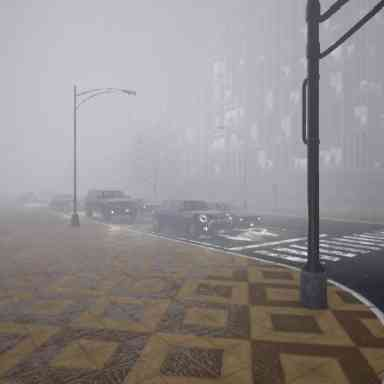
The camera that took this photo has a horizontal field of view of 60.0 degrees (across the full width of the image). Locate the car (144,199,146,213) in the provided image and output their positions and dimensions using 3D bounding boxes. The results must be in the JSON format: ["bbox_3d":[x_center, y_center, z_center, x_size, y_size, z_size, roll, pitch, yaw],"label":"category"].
[{"bbox_3d":[-4.366,1.166,27.224,1.895,1.301,4.718,0,1,-38],"label":"car"}]

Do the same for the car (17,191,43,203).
[{"bbox_3d":[-22.049,0.613,44.602,2.128,1.511,4.902,0,1,-38],"label":"car"}]

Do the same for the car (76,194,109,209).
[{"bbox_3d":[-10.573,0.946,35.119,1.994,1.385,4.181,0,1,-38],"label":"car"}]

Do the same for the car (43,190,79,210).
[{"bbox_3d":[-12.337,0.900,32.100,2.128,1.511,4.902,0,1,-38],"label":"car"}]

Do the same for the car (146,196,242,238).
[{"bbox_3d":[-0.048,1.124,16.512,2.097,1.767,4.553,0,1,-38],"label":"car"}]

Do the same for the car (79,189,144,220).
[{"bbox_3d":[-5.952,0.819,23.985,2.150,2.045,5.566,0,1,-38],"label":"car"}]

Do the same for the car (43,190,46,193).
[{"bbox_3d":[-26.651,0.294,61.155,1.882,1.535,5.008,0,1,-38],"label":"car"}]

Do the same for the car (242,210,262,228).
[{"bbox_3d":[1.613,1.289,19.706,2.033,1.411,5.357,0,1,-36],"label":"car"}]
